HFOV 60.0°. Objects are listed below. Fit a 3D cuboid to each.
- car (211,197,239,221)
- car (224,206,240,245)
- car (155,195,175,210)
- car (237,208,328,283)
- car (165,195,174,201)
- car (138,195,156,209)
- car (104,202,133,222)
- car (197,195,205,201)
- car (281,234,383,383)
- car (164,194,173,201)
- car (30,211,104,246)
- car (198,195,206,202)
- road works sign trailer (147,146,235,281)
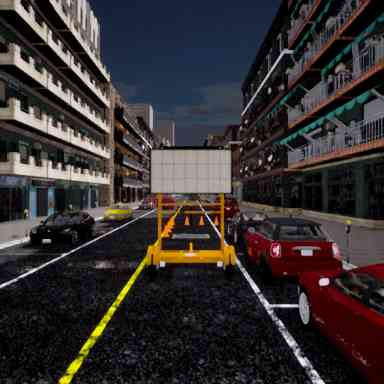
[{"bbox_3d":[2.617,1.311,26.585,2.192,1.841,5.009,0,0,0],"label":"car"},{"bbox_3d":[2.649,1.550,15.312,2.008,1.369,4.403,0,0,0],"label":"car"},{"bbox_3d":[-3.220,1.469,42.267,1.882,1.535,5.008,0,0,0],"label":"car"},{"bbox_3d":[2.665,1.440,9.676,1.967,1.590,4.097,0,0,0],"label":"car"},{"bbox_3d":[-5.944,1.514,88.565,1.887,1.381,4.507,0,0,0],"label":"car"},{"bbox_3d":[-5.813,1.431,43.474,1.967,1.590,4.097,0,0,0],"label":"car"},{"bbox_3d":[-5.764,1.522,26.394,1.752,1.417,4.829,0,0,0],"label":"car"},{"bbox_3d":[2.437,1.514,88.585,1.887,1.381,4.507,0,0,0],"label":"car"},{"bbox_3d":[2.682,1.545,4.039,1.887,1.381,4.507,0,0,0],"label":"car"},{"bbox_3d":[-5.927,1.412,82.927,1.967,1.590,4.097,0,0,0],"label":"car"},{"bbox_3d":[-5.732,1.565,15.290,1.947,1.339,4.313,0,0,0],"label":"car"},{"bbox_3d":[2.469,1.500,77.482,1.752,1.417,4.829,0,0,0],"label":"car"},{"bbox_3d":[-0.027,0.464,9.800,2.380,3.560,2.880,0,0,0],"label":"road works sign trailer"}]
